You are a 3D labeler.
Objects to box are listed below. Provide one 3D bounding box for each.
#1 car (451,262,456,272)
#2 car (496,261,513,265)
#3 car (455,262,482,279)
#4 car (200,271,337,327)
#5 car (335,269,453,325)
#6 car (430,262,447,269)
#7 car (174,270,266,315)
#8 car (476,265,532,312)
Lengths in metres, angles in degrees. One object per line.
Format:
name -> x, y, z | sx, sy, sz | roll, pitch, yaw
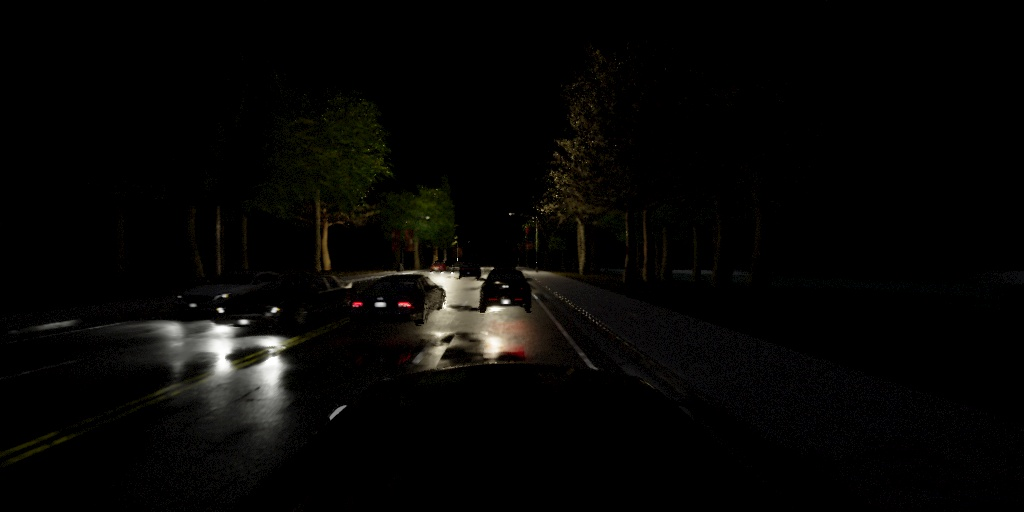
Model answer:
car -> -7.779, 1.638, 52.792 | 1.837, 1.490, 4.892 | 0, -1, -1
car -> -0.656, 1.243, 32.382 | 2.097, 1.767, 4.553 | 0, 0, -1
car -> -3.952, 1.385, 34.391 | 1.882, 1.535, 5.008 | 0, -1, -1
car -> -6.905, 1.310, 11.807 | 2.033, 1.411, 5.357 | 0, 0, -2
car -> -3.452, 1.312, 11.760 | 2.033, 1.411, 5.357 | 0, 0, -1
car -> -11.056, 1.681, 54.192 | 1.812, 1.442, 4.674 | 0, -1, -1
car -> -10.197, 1.294, 13.743 | 1.812, 1.442, 4.674 | 0, 0, -1
car -> -0.259, 1.281, 14.339 | 1.837, 1.490, 4.892 | 0, 0, -1
